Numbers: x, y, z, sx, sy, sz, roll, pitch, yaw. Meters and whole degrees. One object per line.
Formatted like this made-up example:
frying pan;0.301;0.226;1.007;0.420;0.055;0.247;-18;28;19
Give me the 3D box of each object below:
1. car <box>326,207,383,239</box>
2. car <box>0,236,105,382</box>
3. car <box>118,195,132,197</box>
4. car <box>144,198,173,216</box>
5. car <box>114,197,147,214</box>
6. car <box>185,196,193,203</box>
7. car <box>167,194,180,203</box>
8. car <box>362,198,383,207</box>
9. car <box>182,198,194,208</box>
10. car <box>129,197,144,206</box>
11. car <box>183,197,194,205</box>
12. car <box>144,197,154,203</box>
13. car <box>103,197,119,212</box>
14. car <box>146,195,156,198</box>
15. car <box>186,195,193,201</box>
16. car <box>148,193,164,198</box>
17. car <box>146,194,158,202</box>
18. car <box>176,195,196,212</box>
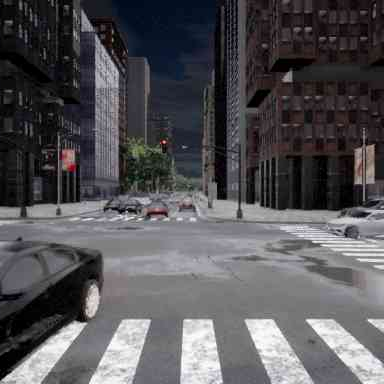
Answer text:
car;9.616;1.685;17.668;4.674;1.442;1.812;1;0;0
car;-2.837;1.474;4.477;1.882;1.535;5.008;-1;0;7
car;-9.090;1.331;44.397;2.192;1.841;5.009;0;0;0
car;-3.172;1.554;31.902;1.994;1.385;4.181;0;0;-2
car;-6.380;1.544;35.101;2.033;1.411;5.357;0;0;0
car;-0.692;1.606;71.727;1.752;1.417;4.829;0;0;0
car;-3.423;1.665;65.609;1.895;1.301;4.718;0;0;0
car;12.222;1.416;20.961;5.566;2.045;2.150;1;0;1
car;-0.589;1.610;49.857;1.802;1.307;4.206;0;0;0
car;-9.139;1.565;55.078;1.752;1.417;4.829;0;0;0
car;-0.640;1.597;60.707;1.887;1.381;4.507;0;0;0
car;-9.216;1.662;71.526;1.802;1.307;4.206;0;0;0
car;-9.064;1.570;38.971;1.947;1.339;4.313;0;0;0
car;-6.427;1.544;45.327;1.812;1.442;4.674;0;0;0
car;-0.794;1.687;93.257;1.887;1.381;4.507;0;0;0
car;-6.465;1.263;55.970;2.150;2.045;5.566;0;0;0
car;-9.243;1.410;76.953;2.192;1.841;5.009;0;0;0
car;-0.539;1.445;39.008;1.967;1.590;4.097;0;0;0
